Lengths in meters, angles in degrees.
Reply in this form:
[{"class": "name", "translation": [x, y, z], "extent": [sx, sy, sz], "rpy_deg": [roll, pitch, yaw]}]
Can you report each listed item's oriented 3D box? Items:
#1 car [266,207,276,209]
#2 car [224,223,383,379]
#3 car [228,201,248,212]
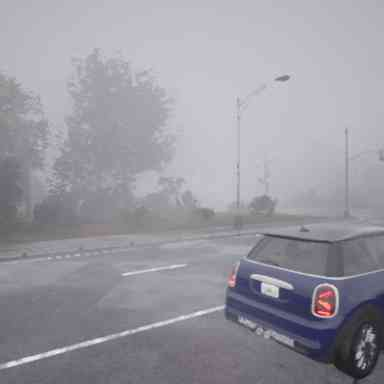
[{"class": "car", "translation": [9.596, 1.911, 46.475], "extent": [2.128, 1.511, 4.902], "rpy_deg": [0, -2, -32]}, {"class": "car", "translation": [2.785, 1.330, 5.711], "extent": [4.553, 1.767, 2.097], "rpy_deg": [0, 0, -35]}, {"class": "car", "translation": [6.756, 1.921, 44.412], "extent": [1.837, 1.490, 4.892], "rpy_deg": [0, -2, -32]}]
